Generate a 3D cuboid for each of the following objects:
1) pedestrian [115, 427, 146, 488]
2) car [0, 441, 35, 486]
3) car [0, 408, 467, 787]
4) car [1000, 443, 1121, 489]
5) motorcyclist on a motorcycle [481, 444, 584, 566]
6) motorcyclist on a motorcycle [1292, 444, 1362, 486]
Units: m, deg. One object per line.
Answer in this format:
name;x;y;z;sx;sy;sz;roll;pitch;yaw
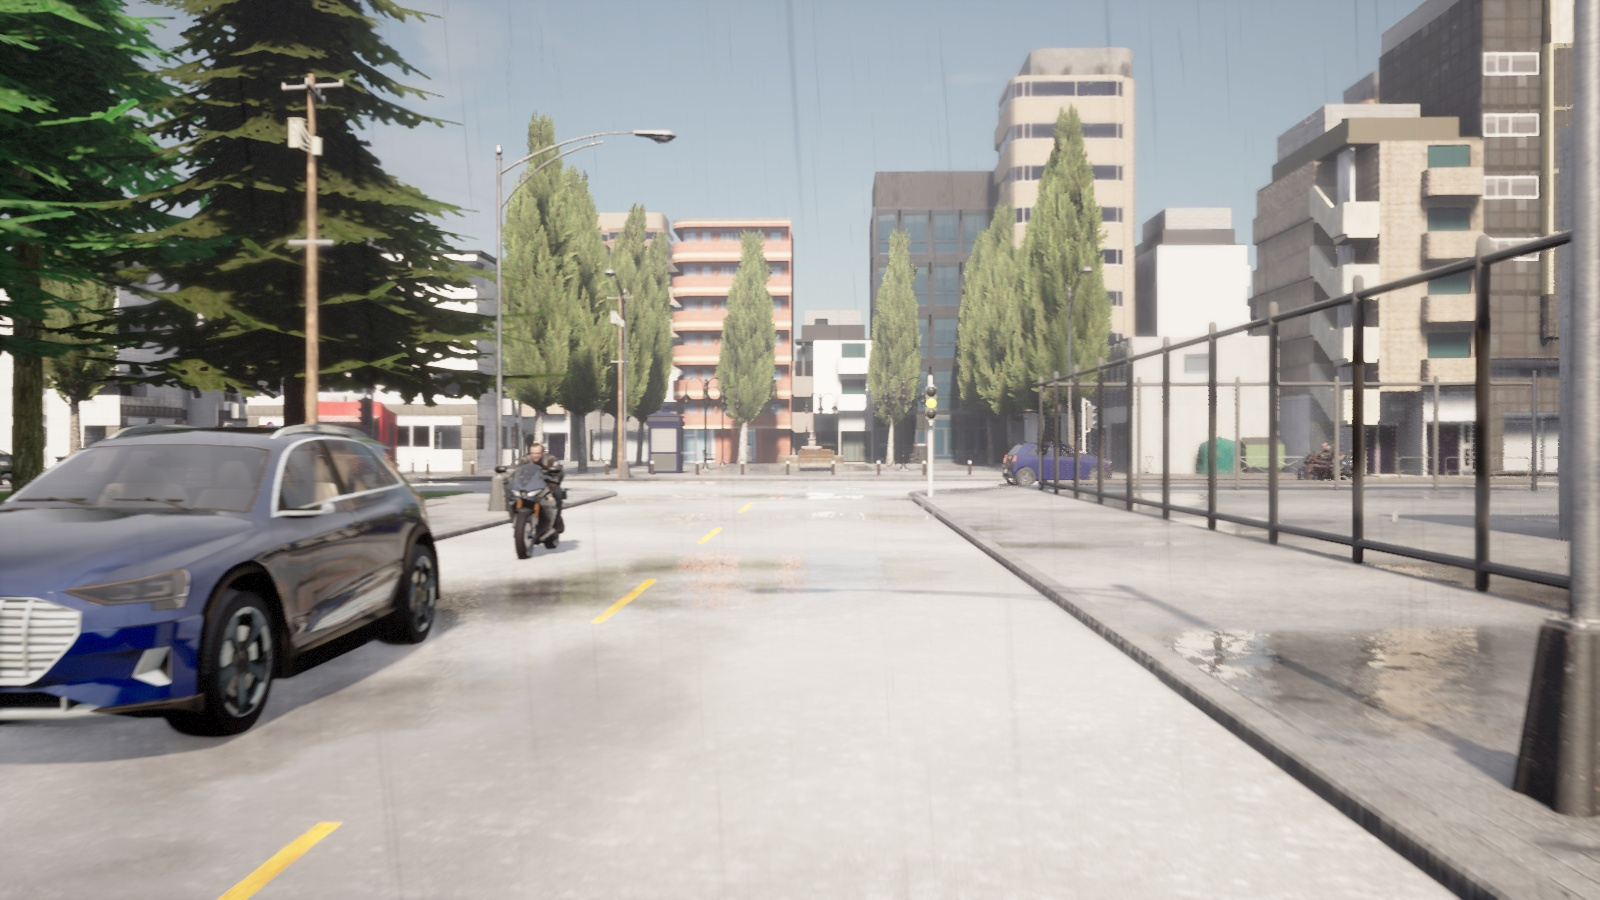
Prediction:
pedestrian;-20.095;0.224;37.700;0.726;1.835;0.370;0;0;4
car;-28.823;0.452;43.368;3.705;1.549;1.789;0;0;1
car;-3.781;0.628;7.907;2.033;1.649;4.856;0;0;1
car;8.771;0.529;42.451;3.633;1.501;1.845;0;0;-4
motorcyclist on a motorcycle;-3.558;0.683;16.909;0.866;1.530;2.191;0;0;1
motorcyclist on a motorcycle;19.389;0.540;46.237;2.191;1.530;0.866;0;0;1
